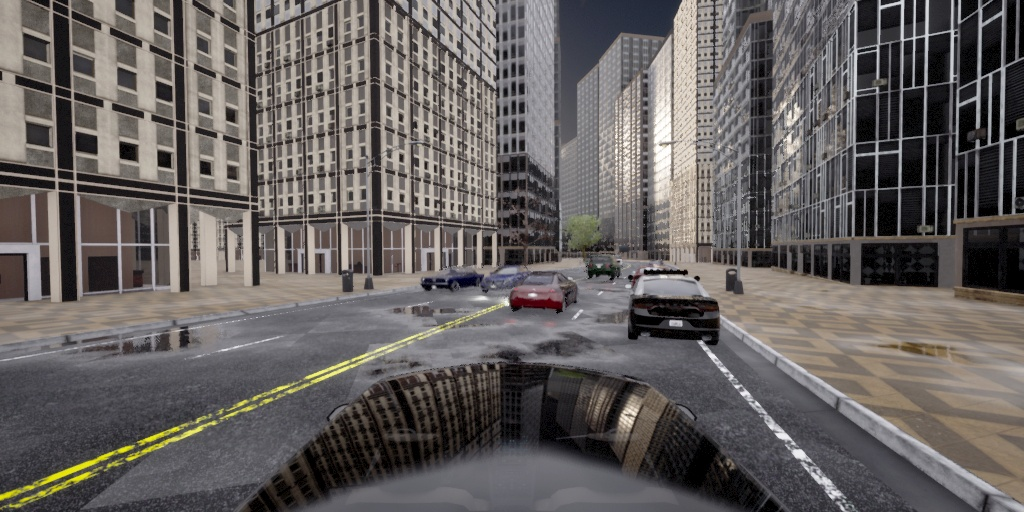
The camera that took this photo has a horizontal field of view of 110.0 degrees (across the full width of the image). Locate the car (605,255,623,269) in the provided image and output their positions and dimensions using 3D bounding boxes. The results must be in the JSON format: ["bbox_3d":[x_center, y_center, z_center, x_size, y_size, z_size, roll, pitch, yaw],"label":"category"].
[{"bbox_3d":[16.555,0.912,58.032,2.150,2.045,5.566,0,0,23],"label":"car"}]

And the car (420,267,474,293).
[{"bbox_3d":[-3.334,1.331,20.927,1.895,1.301,4.718,0,0,20],"label":"car"}]

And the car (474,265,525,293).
[{"bbox_3d":[-0.126,1.260,20.158,1.812,1.442,4.674,0,0,20],"label":"car"}]

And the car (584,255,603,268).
[{"bbox_3d":[13.442,0.906,59.007,2.150,2.045,5.566,0,0,23],"label":"car"}]

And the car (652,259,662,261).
[{"bbox_3d":[18.285,1.270,45.653,2.033,1.411,5.357,0,0,26],"label":"car"}]

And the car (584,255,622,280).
[{"bbox_3d":[8.125,0.950,31.407,2.150,2.045,5.566,0,0,24],"label":"car"}]

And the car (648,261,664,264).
[{"bbox_3d":[7.394,1.221,18.865,1.882,1.535,5.008,0,0,21],"label":"car"}]

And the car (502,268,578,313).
[{"bbox_3d":[1.376,1.306,14.145,1.994,1.385,4.181,0,0,19],"label":"car"}]

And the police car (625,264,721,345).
[{"bbox_3d":[4.163,1.172,9.780,1.930,1.638,5.238,0,0,18],"label":"police car"}]
